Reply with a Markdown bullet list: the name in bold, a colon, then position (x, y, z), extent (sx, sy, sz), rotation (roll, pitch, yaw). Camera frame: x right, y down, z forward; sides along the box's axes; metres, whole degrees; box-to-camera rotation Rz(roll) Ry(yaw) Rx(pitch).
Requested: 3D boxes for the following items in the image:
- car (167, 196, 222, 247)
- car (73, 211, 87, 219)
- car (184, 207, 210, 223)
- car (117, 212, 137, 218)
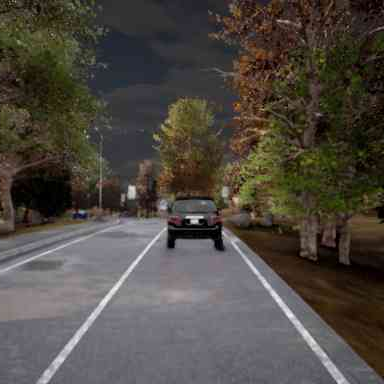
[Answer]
- **car**: position (0.112, 1.199, 14.887), extent (2.150, 2.045, 5.566), rotation (0, -1, 0)
- **car**: position (-18.946, 3.896, 56.562), extent (1.882, 1.535, 5.008), rotation (0, -4, -12)
- **car**: position (0.536, 2.111, 31.015), extent (2.033, 1.411, 5.357), rotation (0, -3, 5)
- **car**: position (-14.205, 5.046, 72.944), extent (4.674, 1.442, 1.812), rotation (2, -4, -41)
